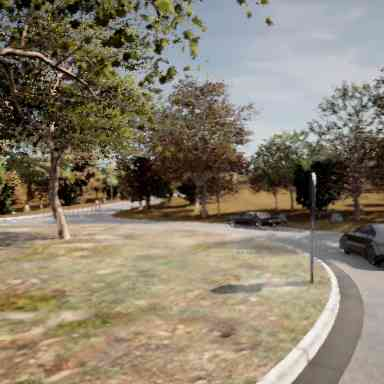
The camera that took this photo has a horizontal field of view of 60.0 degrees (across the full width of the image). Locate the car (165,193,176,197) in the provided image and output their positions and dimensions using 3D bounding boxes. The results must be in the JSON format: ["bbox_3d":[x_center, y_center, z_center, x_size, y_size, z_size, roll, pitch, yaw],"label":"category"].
[{"bbox_3d":[-5.783,0.912,91.848,1.895,1.301,4.718,-1,3,20],"label":"car"}]

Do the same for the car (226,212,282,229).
[{"bbox_3d":[5.123,2.365,28.133,1.895,1.301,4.718,1,-2,-40],"label":"car"}]

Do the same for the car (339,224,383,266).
[{"bbox_3d":[7.245,1.902,12.766,1.994,1.385,4.181,0,-2,6],"label":"car"}]
